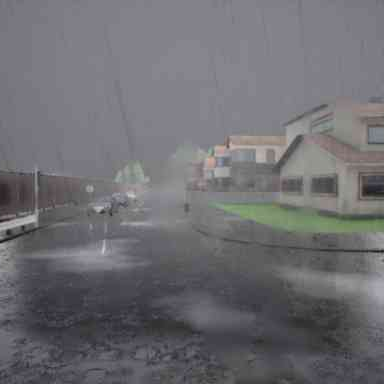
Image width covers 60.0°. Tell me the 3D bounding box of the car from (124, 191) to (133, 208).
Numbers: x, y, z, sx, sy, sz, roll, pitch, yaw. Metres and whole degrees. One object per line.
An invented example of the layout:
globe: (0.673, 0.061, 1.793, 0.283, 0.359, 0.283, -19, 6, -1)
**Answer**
car: (-7.869, 0.854, 36.074, 1.837, 1.490, 4.892, 0, 1, -5)

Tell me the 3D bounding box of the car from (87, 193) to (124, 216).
car: (-6.883, 1.022, 26.022, 2.128, 1.511, 4.902, 0, 1, -5)

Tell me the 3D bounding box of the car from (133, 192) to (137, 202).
car: (-9.061, 0.656, 48.292, 1.812, 1.442, 4.674, 0, 1, -6)
